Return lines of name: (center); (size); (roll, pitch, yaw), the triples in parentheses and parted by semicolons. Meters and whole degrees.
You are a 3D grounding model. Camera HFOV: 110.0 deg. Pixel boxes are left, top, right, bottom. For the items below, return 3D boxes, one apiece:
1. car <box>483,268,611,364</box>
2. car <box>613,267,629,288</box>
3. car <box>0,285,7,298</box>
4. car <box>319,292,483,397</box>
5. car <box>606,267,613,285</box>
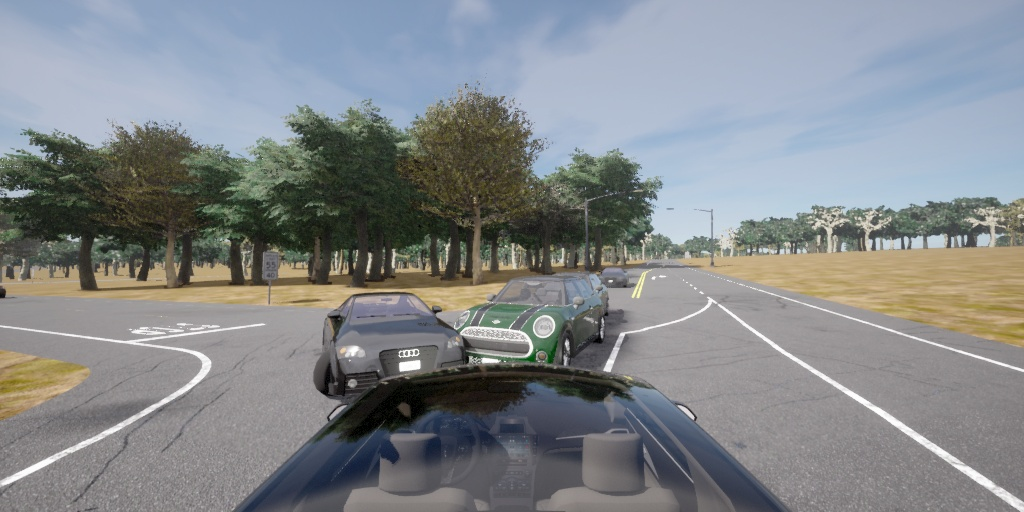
car: (0.615, 1.218, 7.845); (2.097, 1.767, 4.553); (-1, -2, 26)
car: (7.305, 1.503, 25.811); (1.994, 1.385, 4.181); (-1, 0, 22)
car: (-40.862, 2.562, 27.403); (4.181, 1.385, 1.994); (-2, -3, 22)
car: (-2.356, 1.376, 6.640); (1.994, 1.385, 4.181); (1, -2, -29)
car: (2.022, 1.344, 12.158); (2.097, 1.767, 4.553); (-1, -1, 21)
